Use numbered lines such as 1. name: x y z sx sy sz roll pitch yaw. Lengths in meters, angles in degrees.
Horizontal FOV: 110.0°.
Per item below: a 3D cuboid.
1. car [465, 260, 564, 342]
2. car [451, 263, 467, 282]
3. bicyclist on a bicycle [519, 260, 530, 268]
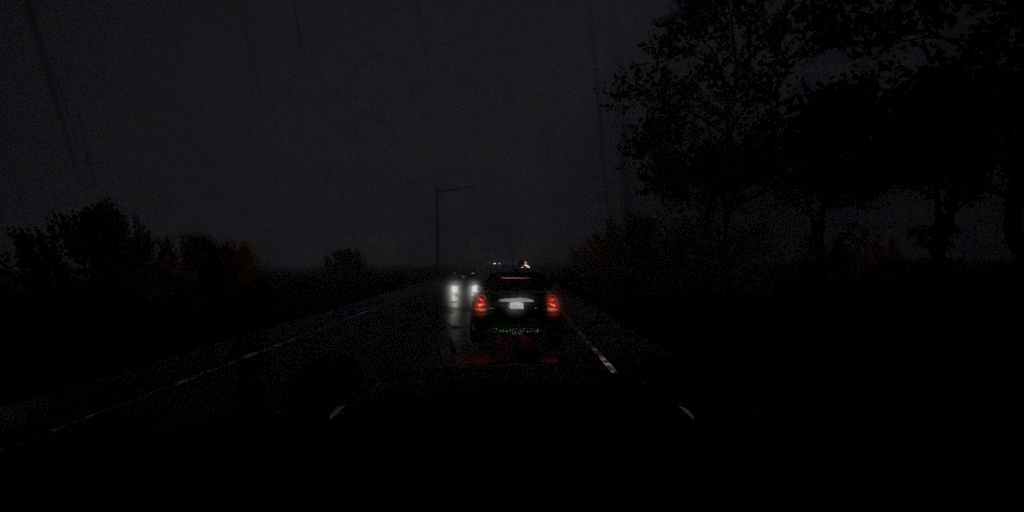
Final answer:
1. car: 0.112 1.099 9.888 2.097 1.767 4.553 0 0 0
2. car: -3.588 1.266 28.668 1.812 1.442 4.674 0 0 0
3. bicyclist on a bicycle: 0.972 1.177 25.710 0.866 1.612 1.509 0 0 1
